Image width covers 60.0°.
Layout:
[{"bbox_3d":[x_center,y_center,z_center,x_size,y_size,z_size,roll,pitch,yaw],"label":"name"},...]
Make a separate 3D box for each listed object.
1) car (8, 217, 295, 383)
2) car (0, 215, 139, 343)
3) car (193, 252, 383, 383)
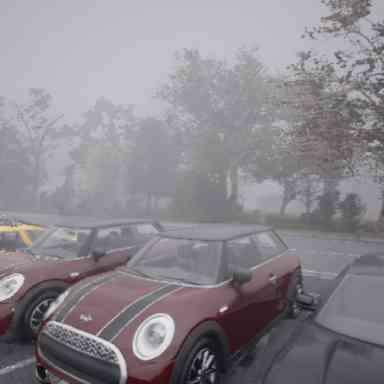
[{"bbox_3d":[0.082,1.359,5.124,2.185,1.767,4.553,0,0,35],"label":"car"},{"bbox_3d":[-2.179,1.364,6.734,2.185,1.767,4.553,0,0,35],"label":"car"},{"bbox_3d":[2.329,1.480,3.492,2.097,1.535,5.008,0,0,35],"label":"car"}]
